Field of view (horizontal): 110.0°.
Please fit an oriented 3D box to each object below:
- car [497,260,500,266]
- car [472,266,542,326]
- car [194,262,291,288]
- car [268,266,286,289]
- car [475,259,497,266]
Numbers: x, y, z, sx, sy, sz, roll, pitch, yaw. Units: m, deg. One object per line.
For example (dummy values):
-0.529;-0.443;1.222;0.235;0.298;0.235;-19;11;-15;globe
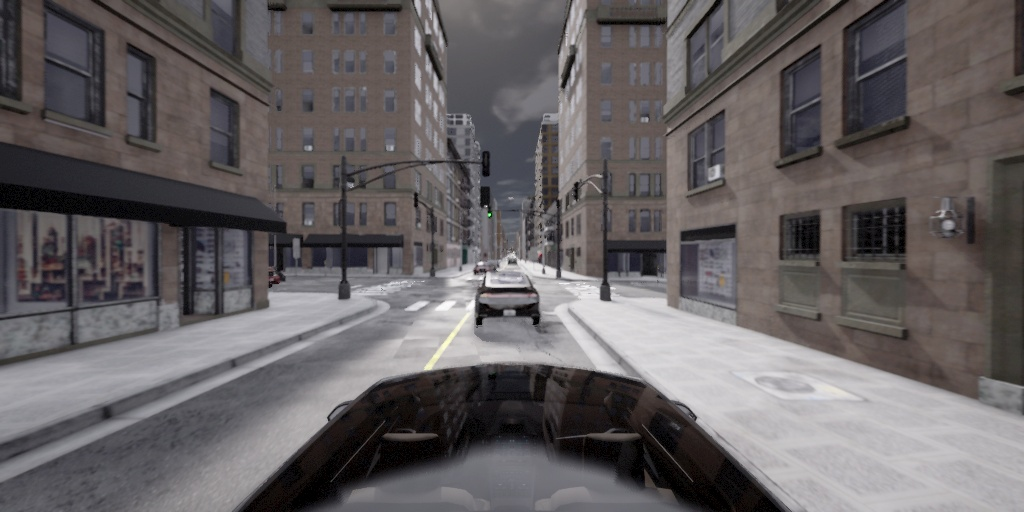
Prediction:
-3.032;1.238;49.080;1.837;1.490;4.892;0;0;0;car
-0.240;1.228;11.544;2.128;1.511;4.902;0;0;-4;car
-15.861;1.087;21.278;4.181;1.385;1.994;1;0;-1;car
-14.941;0.868;18.533;5.009;1.841;2.192;0;0;0;car
-3.049;1.296;39.127;1.994;1.385;4.181;0;0;0;car
